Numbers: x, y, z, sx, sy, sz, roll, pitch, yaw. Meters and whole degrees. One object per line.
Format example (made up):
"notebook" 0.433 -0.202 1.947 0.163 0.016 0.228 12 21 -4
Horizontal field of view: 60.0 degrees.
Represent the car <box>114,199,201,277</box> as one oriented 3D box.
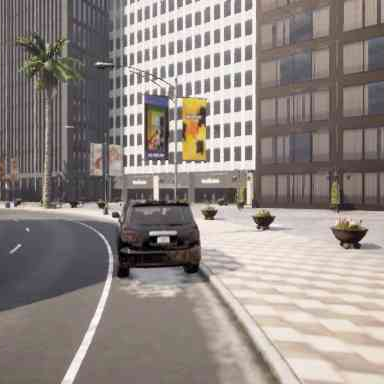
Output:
"car" -1.275 1.216 10.465 2.150 2.045 5.566 0 0 -13
